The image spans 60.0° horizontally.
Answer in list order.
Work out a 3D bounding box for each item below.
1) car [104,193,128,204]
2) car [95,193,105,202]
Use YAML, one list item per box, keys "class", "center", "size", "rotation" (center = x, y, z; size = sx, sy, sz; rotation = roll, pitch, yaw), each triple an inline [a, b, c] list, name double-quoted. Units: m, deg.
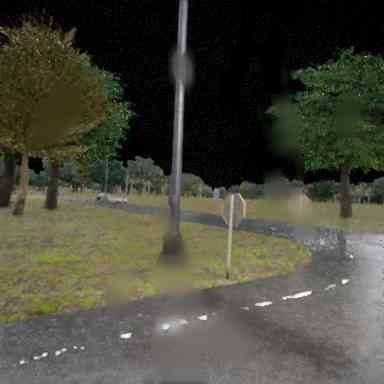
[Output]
- class: "car"
  center: [-12.550, 1.307, 55.928]
  size: [1.895, 1.301, 4.718]
  rotation: [3, 0, -34]
- class: "car"
  center: [-16.244, 0.891, 61.457]
  size: [2.097, 1.767, 4.553]
  rotation: [3, 0, -34]
